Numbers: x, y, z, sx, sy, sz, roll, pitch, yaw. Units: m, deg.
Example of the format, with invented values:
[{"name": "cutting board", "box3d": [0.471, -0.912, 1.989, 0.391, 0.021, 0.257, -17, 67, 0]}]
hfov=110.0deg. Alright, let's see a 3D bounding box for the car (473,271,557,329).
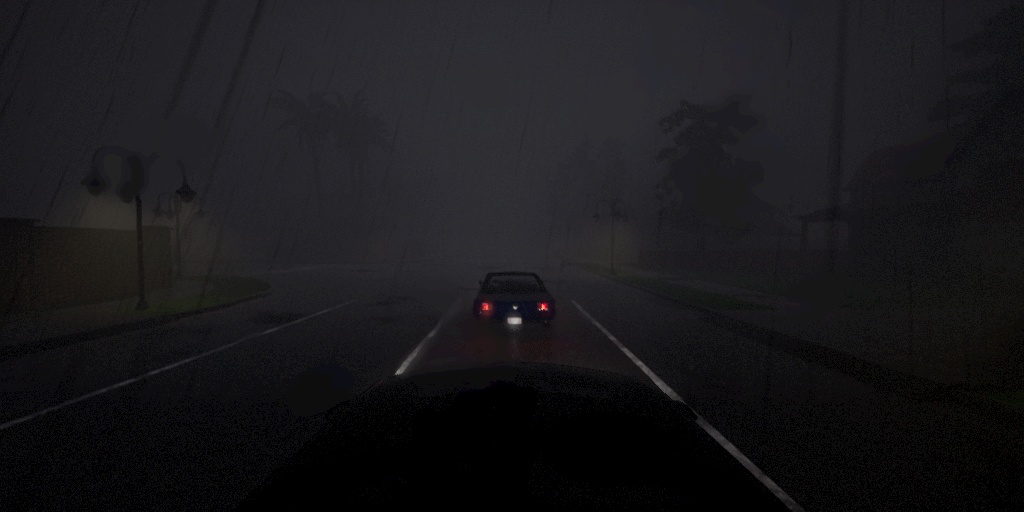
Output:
[{"name": "car", "box3d": [-0.010, 1.076, 10.131, 1.895, 1.301, 4.718, 0, 2, -2]}]
